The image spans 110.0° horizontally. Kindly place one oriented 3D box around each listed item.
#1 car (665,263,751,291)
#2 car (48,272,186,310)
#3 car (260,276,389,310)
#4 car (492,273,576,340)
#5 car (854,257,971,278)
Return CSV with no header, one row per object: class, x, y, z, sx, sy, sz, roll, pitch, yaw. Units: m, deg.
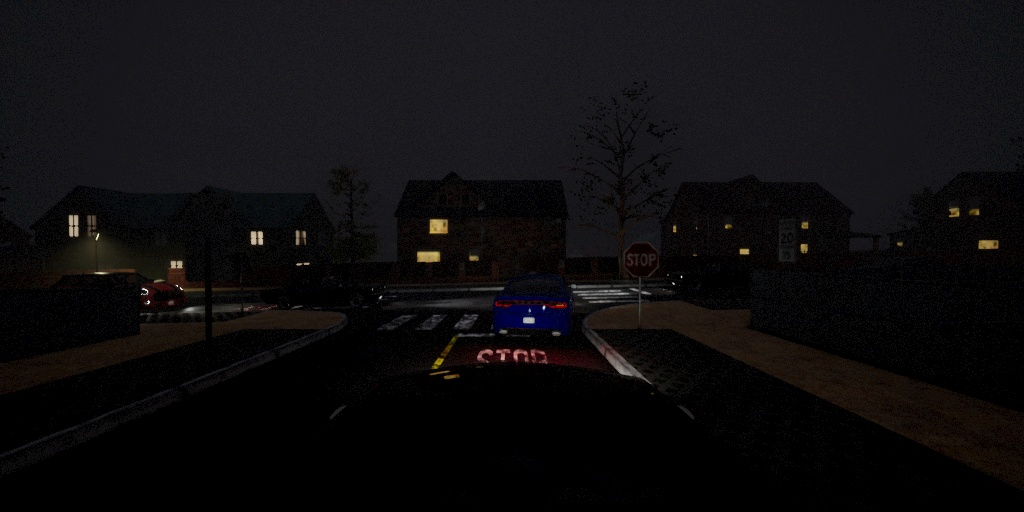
car,10.396,1.034,18.256,4.718,1.301,1.895,-1,1,-1
car,-16.811,1.471,15.298,4.553,1.767,2.097,-1,1,0
car,-7.823,1.506,15.314,4.718,1.301,1.895,-1,1,0
car,0.779,1.226,10.113,1.882,1.535,5.008,0,0,10
car,20.042,0.753,18.300,5.357,1.411,2.033,-1,1,0
